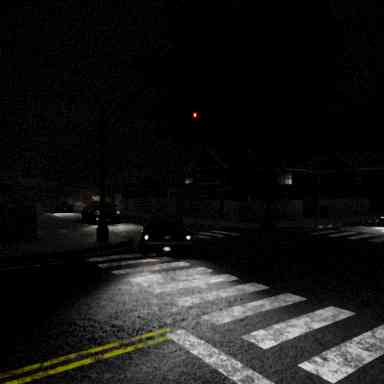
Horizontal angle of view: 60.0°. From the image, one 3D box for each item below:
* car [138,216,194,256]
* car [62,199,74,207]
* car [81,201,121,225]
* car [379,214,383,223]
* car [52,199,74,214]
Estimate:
[{"bbox_3d":[-1.053,1.682,13.602,1.895,1.301,4.718,1,-1,-6],"label":"car"},{"bbox_3d":[-23.734,2.005,63.590,1.812,1.442,4.674,0,0,-23],"label":"car"},{"bbox_3d":[-7.291,1.552,26.478,2.097,1.767,4.553,0,0,-33],"label":"car"},{"bbox_3d":[14.552,1.512,22.055,5.357,1.411,2.033,0,0,-36],"label":"car"},{"bbox_3d":[-15.897,1.879,40.830,1.994,1.385,4.181,0,0,-29],"label":"car"}]
